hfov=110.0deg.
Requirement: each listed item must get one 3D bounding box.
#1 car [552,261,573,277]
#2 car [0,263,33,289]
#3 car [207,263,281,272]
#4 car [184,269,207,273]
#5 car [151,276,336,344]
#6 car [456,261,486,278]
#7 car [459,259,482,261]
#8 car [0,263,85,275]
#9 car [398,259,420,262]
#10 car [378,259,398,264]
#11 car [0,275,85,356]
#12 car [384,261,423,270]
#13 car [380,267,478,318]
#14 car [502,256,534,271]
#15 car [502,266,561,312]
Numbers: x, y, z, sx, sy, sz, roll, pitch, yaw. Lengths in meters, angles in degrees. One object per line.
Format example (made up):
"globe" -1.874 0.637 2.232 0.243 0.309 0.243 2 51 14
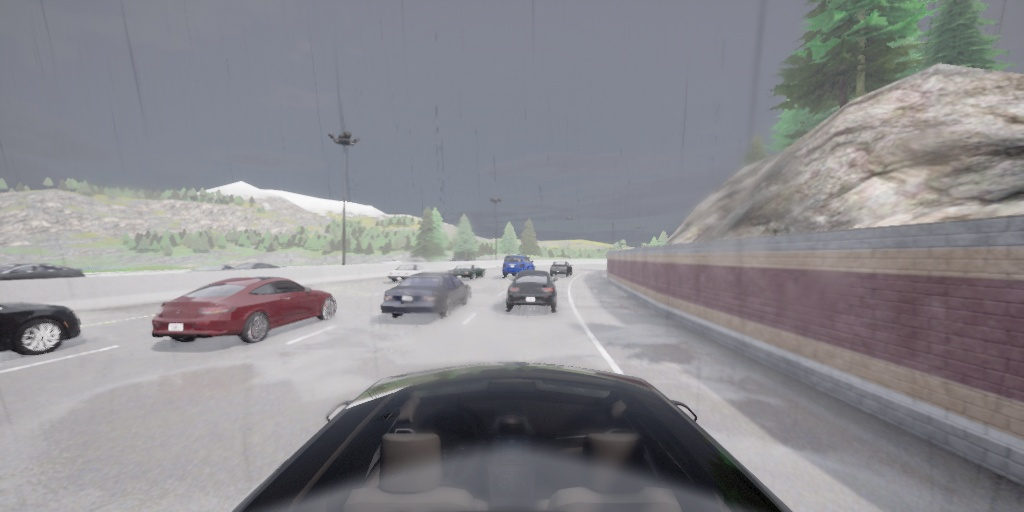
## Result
"car" 4.998 1.261 36.045 2.128 1.511 4.902 0 0 15
"car" -30.413 1.157 19.522 1.837 1.490 4.892 0 0 7
"car" -18.897 1.216 26.044 1.812 1.442 4.674 0 0 10
"car" -22.209 1.280 27.566 1.895 1.301 4.718 0 0 10
"car" -6.570 1.255 9.439 1.812 1.442 4.674 0 0 3
"car" -3.656 1.341 30.294 1.895 1.301 4.718 0 0 12
"car" -6.914 1.226 64.736 2.128 1.511 4.902 0 0 25
"car" -26.882 1.155 19.580 2.128 1.511 4.902 0 0 7
"car" -16.542 1.264 60.081 1.994 1.385 4.181 0 0 22
"car" -20.384 1.213 59.919 1.812 1.442 4.674 0 0 21
"car" -10.244 1.222 5.653 1.837 1.490 4.892 0 0 2
"car" -7.715 1.328 27.977 1.895 1.301 4.718 0 0 11
"car" -2.821 1.289 12.944 2.033 1.411 5.357 0 0 5
"car" 0.666 0.976 33.433 2.150 2.045 5.566 0 0 14
"car" 0.844 1.279 14.242 1.812 1.442 4.674 0 0 6
